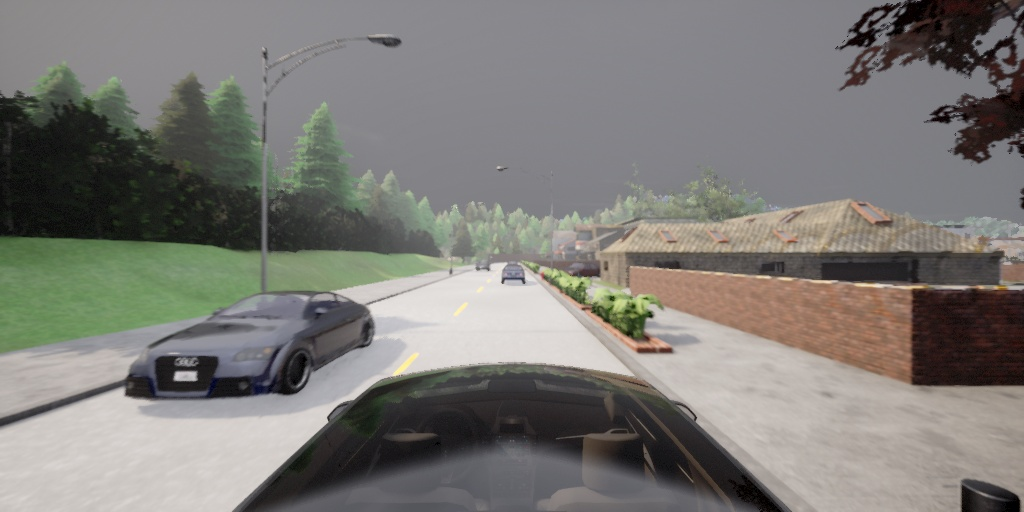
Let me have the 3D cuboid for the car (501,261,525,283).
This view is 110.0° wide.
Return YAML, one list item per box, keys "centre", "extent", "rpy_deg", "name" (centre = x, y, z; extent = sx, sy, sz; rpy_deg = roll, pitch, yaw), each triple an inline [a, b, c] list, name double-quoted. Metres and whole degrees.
- centre: [0.098, 1.386, 28.903]
  extent: [2.033, 1.411, 5.357]
  rpy_deg: [0, 0, 0]
  name: "car"

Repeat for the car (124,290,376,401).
- centre: [-4.100, 1.329, 6.496]
  extent: [1.994, 1.385, 4.181]
  rpy_deg: [0, 0, 0]
  name: "car"

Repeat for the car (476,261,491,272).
- centre: [-4.057, 1.401, 50.845]
  extent: [2.128, 1.511, 4.902]
  rpy_deg: [0, 0, 0]
  name: "car"
